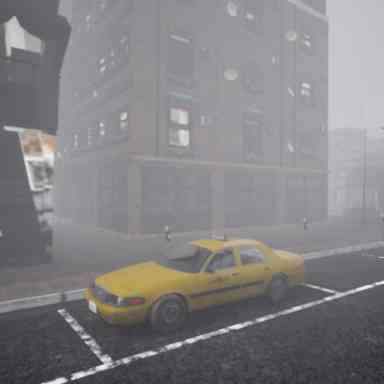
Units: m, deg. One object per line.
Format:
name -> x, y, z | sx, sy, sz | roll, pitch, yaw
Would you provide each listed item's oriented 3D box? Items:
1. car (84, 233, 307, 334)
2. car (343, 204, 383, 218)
car -> 0.354, 1.569, 6.812 | 4.829, 1.417, 1.752 | 1, 0, -35
car -> 18.650, 1.975, 36.336 | 1.967, 1.590, 4.097 | 0, -1, -35
